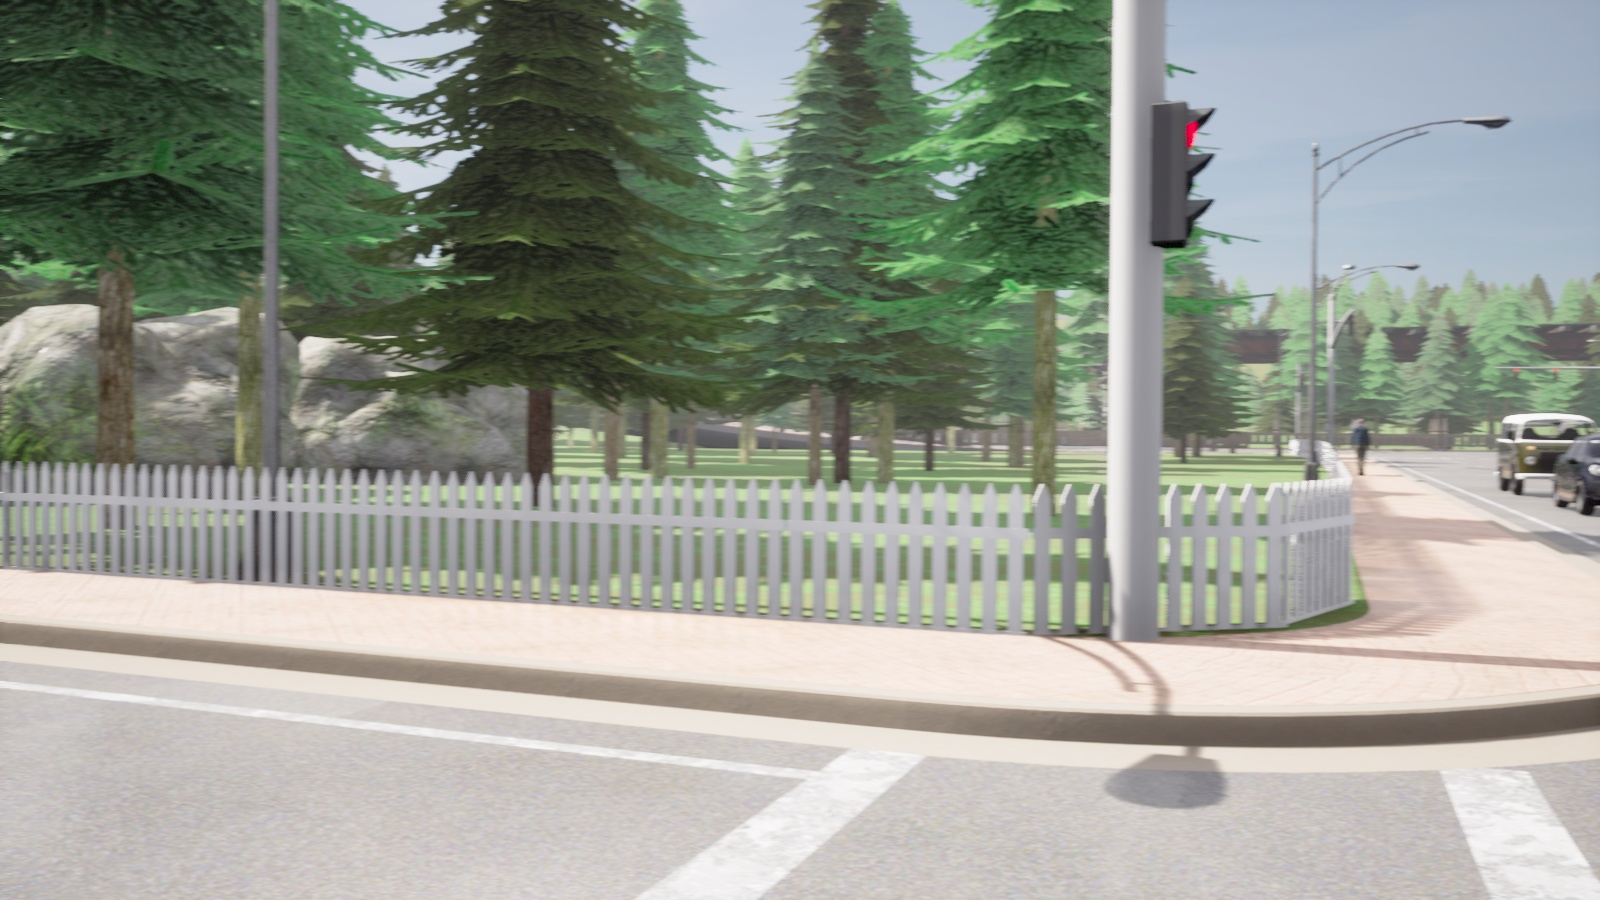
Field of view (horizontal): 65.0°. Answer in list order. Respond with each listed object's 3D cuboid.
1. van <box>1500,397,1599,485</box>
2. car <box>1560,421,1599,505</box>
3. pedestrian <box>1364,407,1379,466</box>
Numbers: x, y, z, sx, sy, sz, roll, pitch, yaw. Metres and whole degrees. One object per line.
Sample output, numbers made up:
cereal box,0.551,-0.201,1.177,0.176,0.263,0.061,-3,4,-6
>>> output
van,18.910,-0.247,31.321,2.069,2.038,4.480,0,1,23
car,15.734,0.199,23.734,1.845,1.501,3.633,0,1,23
pedestrian,18.020,-0.434,39.586,0.402,1.842,0.726,0,1,23
